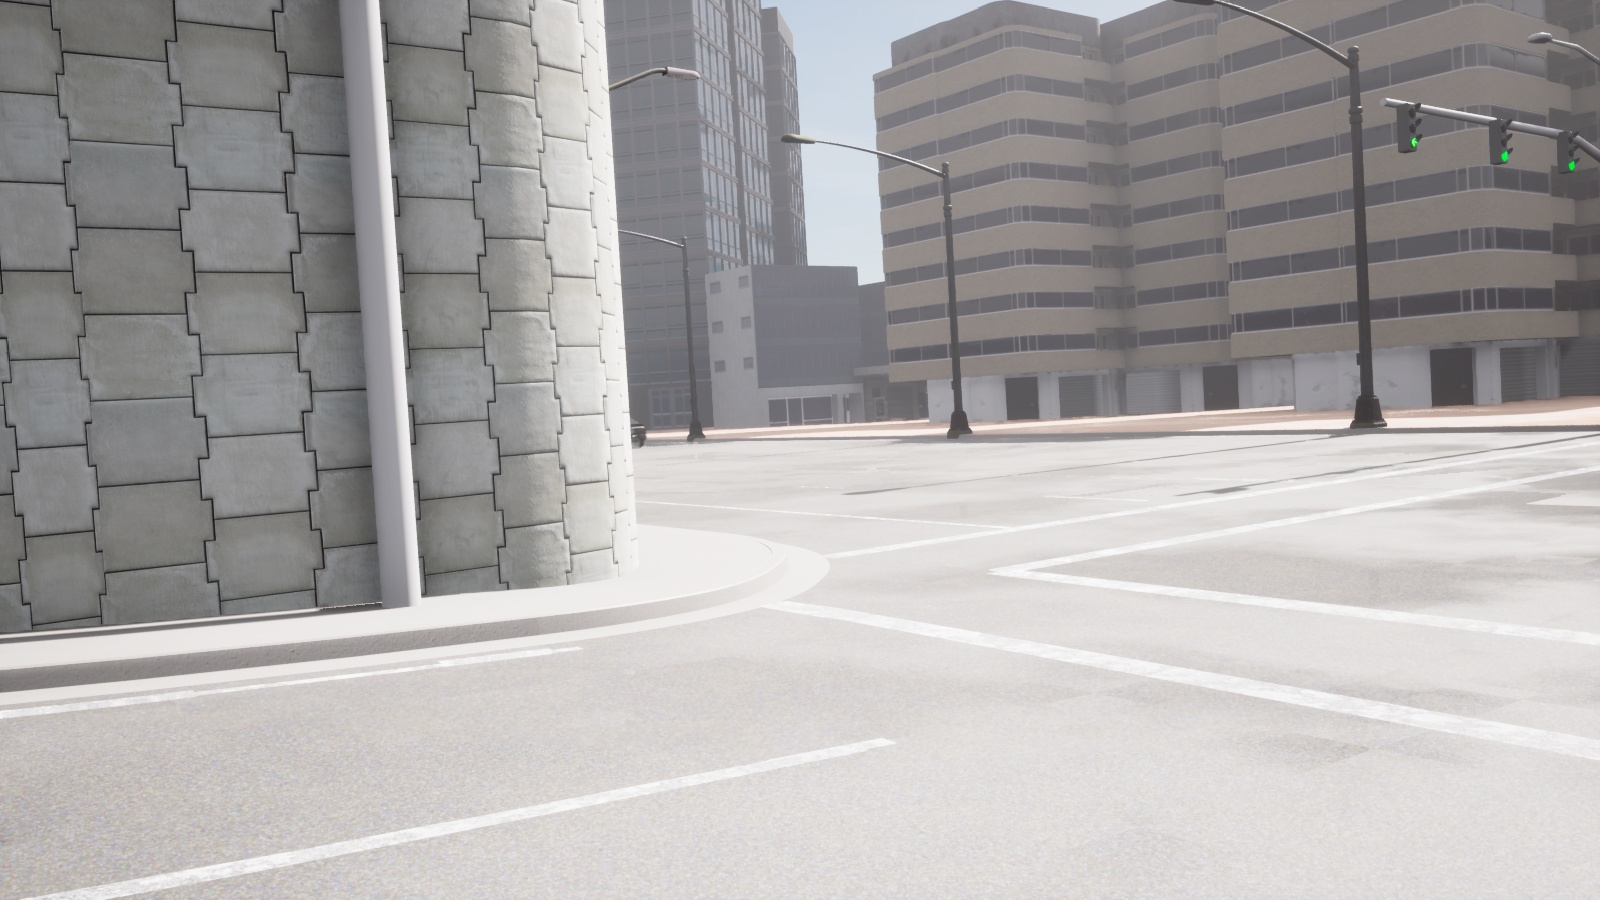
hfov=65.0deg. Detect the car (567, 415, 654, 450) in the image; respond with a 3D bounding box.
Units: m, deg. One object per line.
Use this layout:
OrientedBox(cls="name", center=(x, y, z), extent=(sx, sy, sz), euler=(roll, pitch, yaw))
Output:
OrientedBox(cls="car", center=(-9.237, -0.825, 60.915), extent=(2.128, 1.511, 4.902), euler=(-5, 3, -35))
